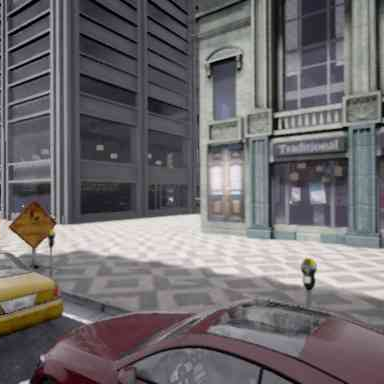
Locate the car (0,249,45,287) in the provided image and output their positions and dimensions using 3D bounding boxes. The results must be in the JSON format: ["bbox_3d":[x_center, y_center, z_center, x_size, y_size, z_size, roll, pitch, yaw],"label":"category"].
[{"bbox_3d":[-4.314,1.546,6.042,4.829,1.417,1.752,0,0,35],"label":"car"}]

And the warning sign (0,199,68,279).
[{"bbox_3d":[-4.166,1.140,8.758,1.060,1.860,1.300,-1,0,35],"label":"warning sign"}]

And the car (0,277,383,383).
[{"bbox_3d":[0.414,1.585,2.671,4.206,1.307,1.802,0,0,35],"label":"car"}]
